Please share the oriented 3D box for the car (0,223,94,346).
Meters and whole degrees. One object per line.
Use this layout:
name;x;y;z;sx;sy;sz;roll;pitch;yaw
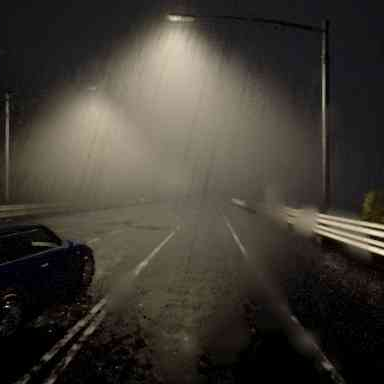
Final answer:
car;-3.631;1.397;6.642;2.097;1.767;4.553;0;0;4
